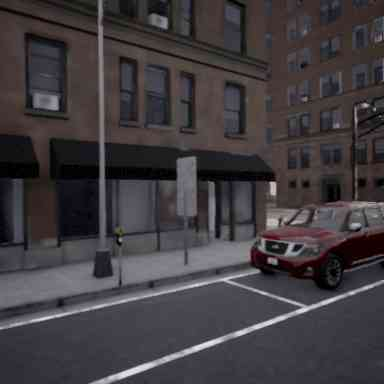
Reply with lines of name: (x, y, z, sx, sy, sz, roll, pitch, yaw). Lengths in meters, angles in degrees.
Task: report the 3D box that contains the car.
car: (3.863, 1.223, 9.020, 5.009, 1.841, 2.192, -1, 0, -36)
